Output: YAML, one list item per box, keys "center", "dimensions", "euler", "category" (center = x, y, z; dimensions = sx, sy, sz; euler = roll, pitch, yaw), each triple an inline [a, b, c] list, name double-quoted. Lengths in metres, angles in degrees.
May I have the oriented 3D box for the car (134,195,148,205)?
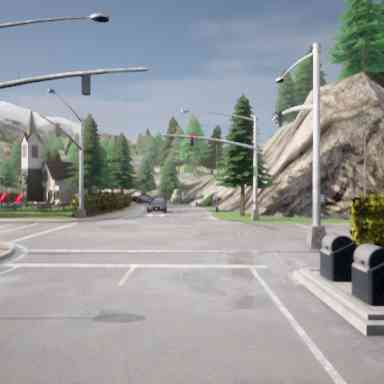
- center: [-8.655, 1.535, 60.546]
  dimensions: [1.837, 1.490, 4.892]
  euler: [0, -1, -24]
  category: "car"

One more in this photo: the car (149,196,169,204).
- center: [-6.495, 1.578, 64.735]
  dimensions: [2.033, 1.411, 5.357]
  euler: [0, 0, -27]
  category: "car"

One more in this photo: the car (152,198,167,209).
- center: [-4.608, 1.548, 46.522]
  dimensions: [1.812, 1.442, 4.674]
  euler: [0, 0, -9]
  category: "car"

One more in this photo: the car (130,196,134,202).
- center: [-12.364, 1.468, 73.288]
  dimensions: [5.008, 1.535, 1.882]
  euler: [0, 0, 42]
  category: "car"

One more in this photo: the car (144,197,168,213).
- center: [-3.766, 1.581, 36.563]
  dimensions: [1.994, 1.385, 4.181]
  euler: [0, 0, -2]
  category: "car"
